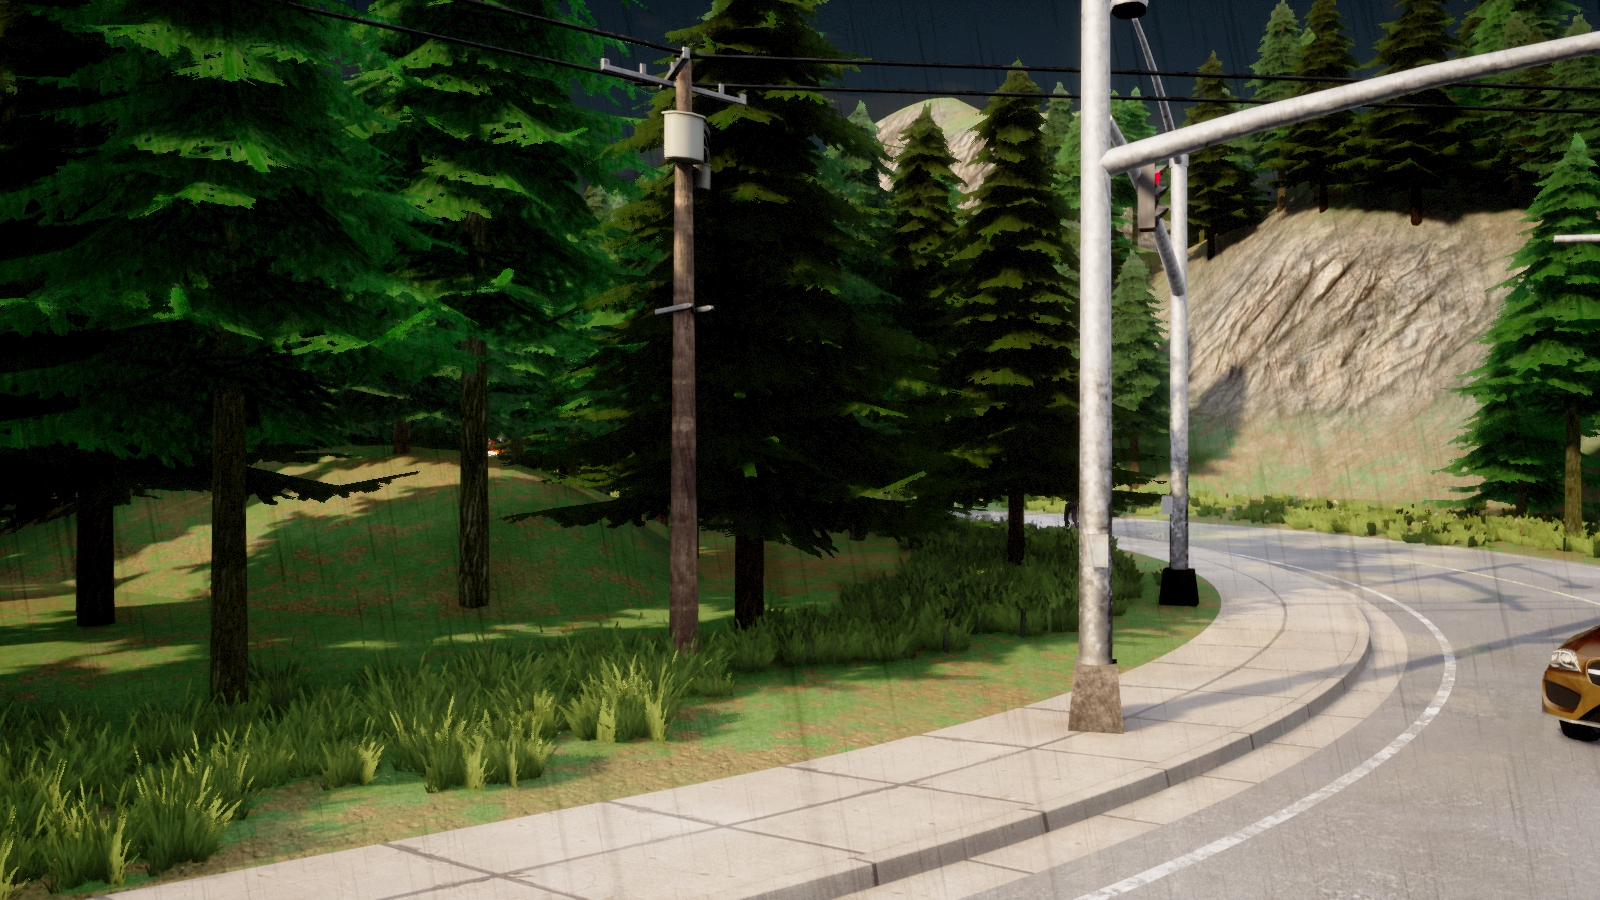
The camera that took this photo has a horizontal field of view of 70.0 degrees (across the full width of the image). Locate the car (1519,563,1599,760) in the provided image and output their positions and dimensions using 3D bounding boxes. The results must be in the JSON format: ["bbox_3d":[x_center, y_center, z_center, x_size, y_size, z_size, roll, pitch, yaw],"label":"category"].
[{"bbox_3d":[9.577,1.970,11.147,5.027,1.651,2.152,0,0,-29],"label":"car"}]
